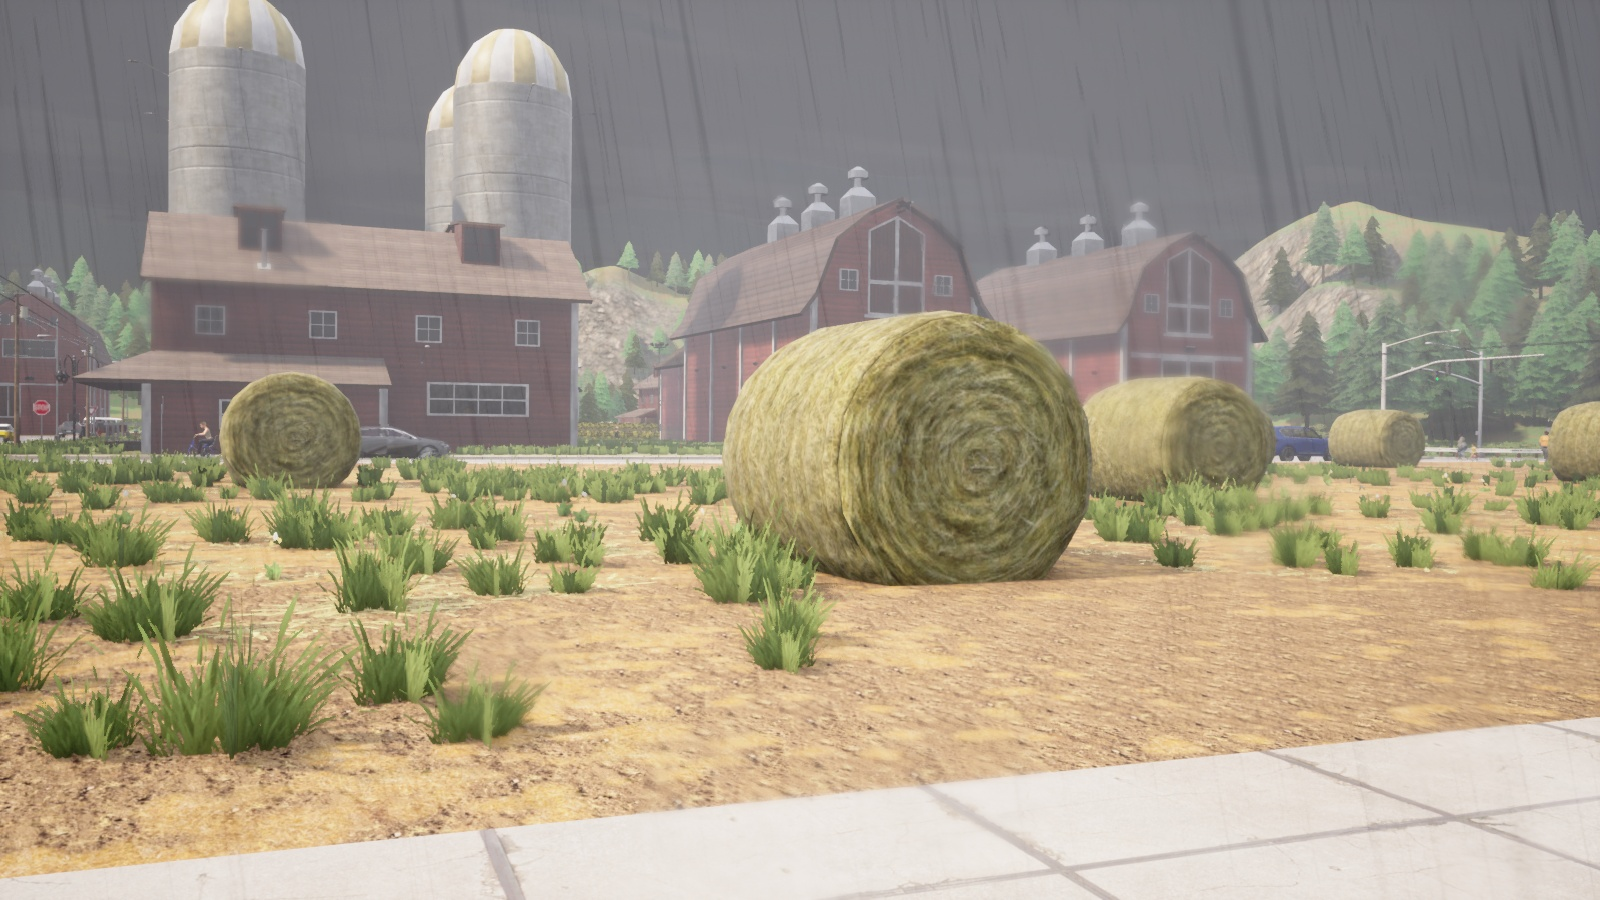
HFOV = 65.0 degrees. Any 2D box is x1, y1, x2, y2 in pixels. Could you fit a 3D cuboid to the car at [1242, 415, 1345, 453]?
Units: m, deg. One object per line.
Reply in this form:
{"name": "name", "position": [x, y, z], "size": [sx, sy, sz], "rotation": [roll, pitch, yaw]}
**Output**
{"name": "car", "position": [27.739, -0.922, 70.534], "size": [5.566, 2.045, 2.150], "rotation": [-1, 1, -25]}

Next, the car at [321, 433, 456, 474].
{"name": "car", "position": [-16.430, 0.123, 50.201], "size": [4.902, 1.511, 2.128], "rotation": [-1, 1, -25]}

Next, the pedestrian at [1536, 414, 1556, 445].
{"name": "pedestrian", "position": [44.694, -1.239, 75.241], "size": [0.874, 1.855, 0.900], "rotation": [0, 1, 41]}

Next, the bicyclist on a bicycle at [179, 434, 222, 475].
{"name": "bicyclist on a bicycle", "position": [-24.102, 0.181, 50.524], "size": [1.509, 1.612, 0.866], "rotation": [-1, 1, -25]}

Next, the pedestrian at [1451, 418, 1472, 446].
{"name": "pedestrian", "position": [44.007, -1.227, 83.583], "size": [0.874, 1.855, 0.900], "rotation": [-1, 1, -28]}
